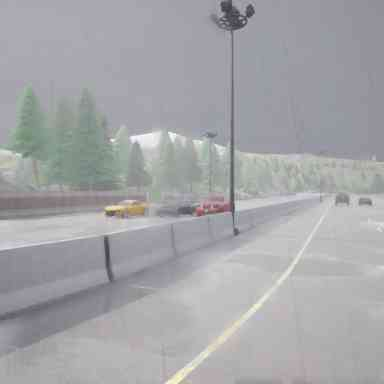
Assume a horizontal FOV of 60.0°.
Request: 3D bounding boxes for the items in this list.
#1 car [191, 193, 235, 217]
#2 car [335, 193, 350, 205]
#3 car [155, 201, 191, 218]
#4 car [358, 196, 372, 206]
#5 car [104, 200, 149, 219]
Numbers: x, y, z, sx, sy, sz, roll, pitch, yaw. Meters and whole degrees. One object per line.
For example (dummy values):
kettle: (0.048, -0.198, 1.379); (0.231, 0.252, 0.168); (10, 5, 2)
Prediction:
car: (2.272, 1.218, 30.015); (2.150, 2.045, 5.566); (0, 0, 24)
car: (25.911, 1.221, 57.363); (2.150, 2.045, 5.566); (0, 0, 24)
car: (-1.358, 1.548, 30.479); (2.033, 1.411, 5.357); (0, 0, 24)
car: (29.398, 1.491, 56.597); (2.128, 1.511, 4.902); (0, 0, 24)
car: (-5.683, 1.477, 29.417); (1.882, 1.535, 5.008); (0, 0, 24)
